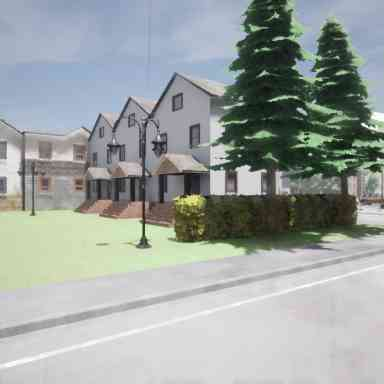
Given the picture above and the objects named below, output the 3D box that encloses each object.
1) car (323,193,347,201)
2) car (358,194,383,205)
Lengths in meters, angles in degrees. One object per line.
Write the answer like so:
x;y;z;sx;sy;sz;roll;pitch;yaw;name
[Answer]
32.105;1.097;74.691;1.932;1.855;4.605;0;0;-36;car
27.232;1.097;49.238;1.932;1.855;4.605;0;0;-36;car
